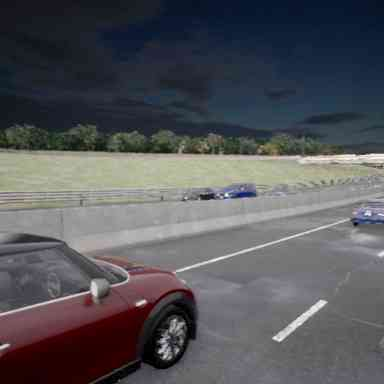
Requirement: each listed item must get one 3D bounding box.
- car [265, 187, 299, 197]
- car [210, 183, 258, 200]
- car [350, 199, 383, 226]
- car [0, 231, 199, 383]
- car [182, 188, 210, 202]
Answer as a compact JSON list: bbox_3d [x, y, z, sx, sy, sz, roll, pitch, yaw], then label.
[{"bbox_3d":[9.144,0.261,33.752,2.097,1.767,4.553,2,3,39],"label":"car"},{"bbox_3d":[4.604,0.113,33.744,2.150,2.045,5.566,2,3,39],"label":"car"},{"bbox_3d":[10.261,1.080,18.309,2.033,1.411,5.357,2,3,39],"label":"car"},{"bbox_3d":[-1.918,1.211,3.513,2.097,1.767,4.553,2,2,39],"label":"car"},{"bbox_3d":[0.953,0.335,34.825,1.837,1.490,4.892,2,3,39],"label":"car"}]
